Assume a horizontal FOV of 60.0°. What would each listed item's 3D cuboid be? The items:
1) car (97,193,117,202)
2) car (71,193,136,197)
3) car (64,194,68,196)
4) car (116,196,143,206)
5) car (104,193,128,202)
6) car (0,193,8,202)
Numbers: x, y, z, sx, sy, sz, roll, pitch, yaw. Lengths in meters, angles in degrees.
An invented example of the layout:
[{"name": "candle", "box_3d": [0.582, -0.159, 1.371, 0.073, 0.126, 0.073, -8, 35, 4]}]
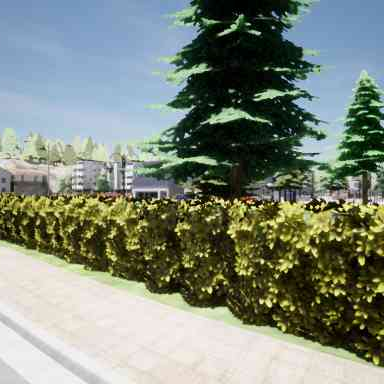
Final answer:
[{"name": "car", "box_3d": [-18.225, 1.077, 71.435, 1.905, 1.878, 3.866, 0, 0, 44]}, {"name": "car", "box_3d": [-8.090, 1.221, 31.073, 2.150, 2.045, 5.566, 0, 0, 44]}, {"name": "car", "box_3d": [-27.333, 1.154, 80.420, 2.152, 1.636, 5.027, 0, 0, 44]}, {"name": "car", "box_3d": [-10.068, 1.384, 53.349, 1.970, 1.475, 3.806, 0, 0, 44]}, {"name": "car", "box_3d": [-15.867, 1.097, 69.687, 1.932, 1.855, 4.605, 0, 0, 44]}, {"name": "car", "box_3d": [-41.776, 1.097, 70.250, 1.932, 1.855, 4.605, 0, 0, 44]}]
